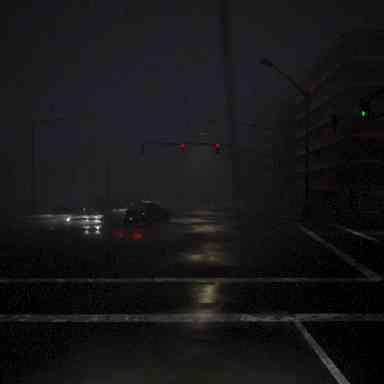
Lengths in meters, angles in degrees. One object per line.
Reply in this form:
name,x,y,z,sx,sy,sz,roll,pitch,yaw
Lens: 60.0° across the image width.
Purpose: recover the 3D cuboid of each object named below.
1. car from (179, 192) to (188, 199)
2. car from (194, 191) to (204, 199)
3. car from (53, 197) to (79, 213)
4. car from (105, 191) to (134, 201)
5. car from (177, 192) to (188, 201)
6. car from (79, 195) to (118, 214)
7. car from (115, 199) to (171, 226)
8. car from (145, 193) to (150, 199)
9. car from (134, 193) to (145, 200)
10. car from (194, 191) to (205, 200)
car,-1.899,0.741,75.797,2.033,1.411,5.357,0,1,1
car,1.601,0.555,75.805,2.097,1.767,4.553,0,1,1
car,-13.009,1.346,35.333,1.882,1.535,5.008,0,1,1
car,-9.404,1.106,43.308,2.097,1.767,4.553,0,1,1
car,-1.936,0.917,65.146,2.033,1.411,5.357,0,1,1
car,-9.521,1.369,34.267,2.128,1.511,4.902,0,1,1
car,-3.059,1.481,23.147,1.812,1.442,4.674,1,0,21
car,-9.096,0.947,63.488,2.033,1.411,5.357,0,1,1
car,-9.282,1.132,52.953,2.033,1.411,5.357,0,1,1
car,1.571,0.855,65.415,2.128,1.511,4.902,0,1,1
